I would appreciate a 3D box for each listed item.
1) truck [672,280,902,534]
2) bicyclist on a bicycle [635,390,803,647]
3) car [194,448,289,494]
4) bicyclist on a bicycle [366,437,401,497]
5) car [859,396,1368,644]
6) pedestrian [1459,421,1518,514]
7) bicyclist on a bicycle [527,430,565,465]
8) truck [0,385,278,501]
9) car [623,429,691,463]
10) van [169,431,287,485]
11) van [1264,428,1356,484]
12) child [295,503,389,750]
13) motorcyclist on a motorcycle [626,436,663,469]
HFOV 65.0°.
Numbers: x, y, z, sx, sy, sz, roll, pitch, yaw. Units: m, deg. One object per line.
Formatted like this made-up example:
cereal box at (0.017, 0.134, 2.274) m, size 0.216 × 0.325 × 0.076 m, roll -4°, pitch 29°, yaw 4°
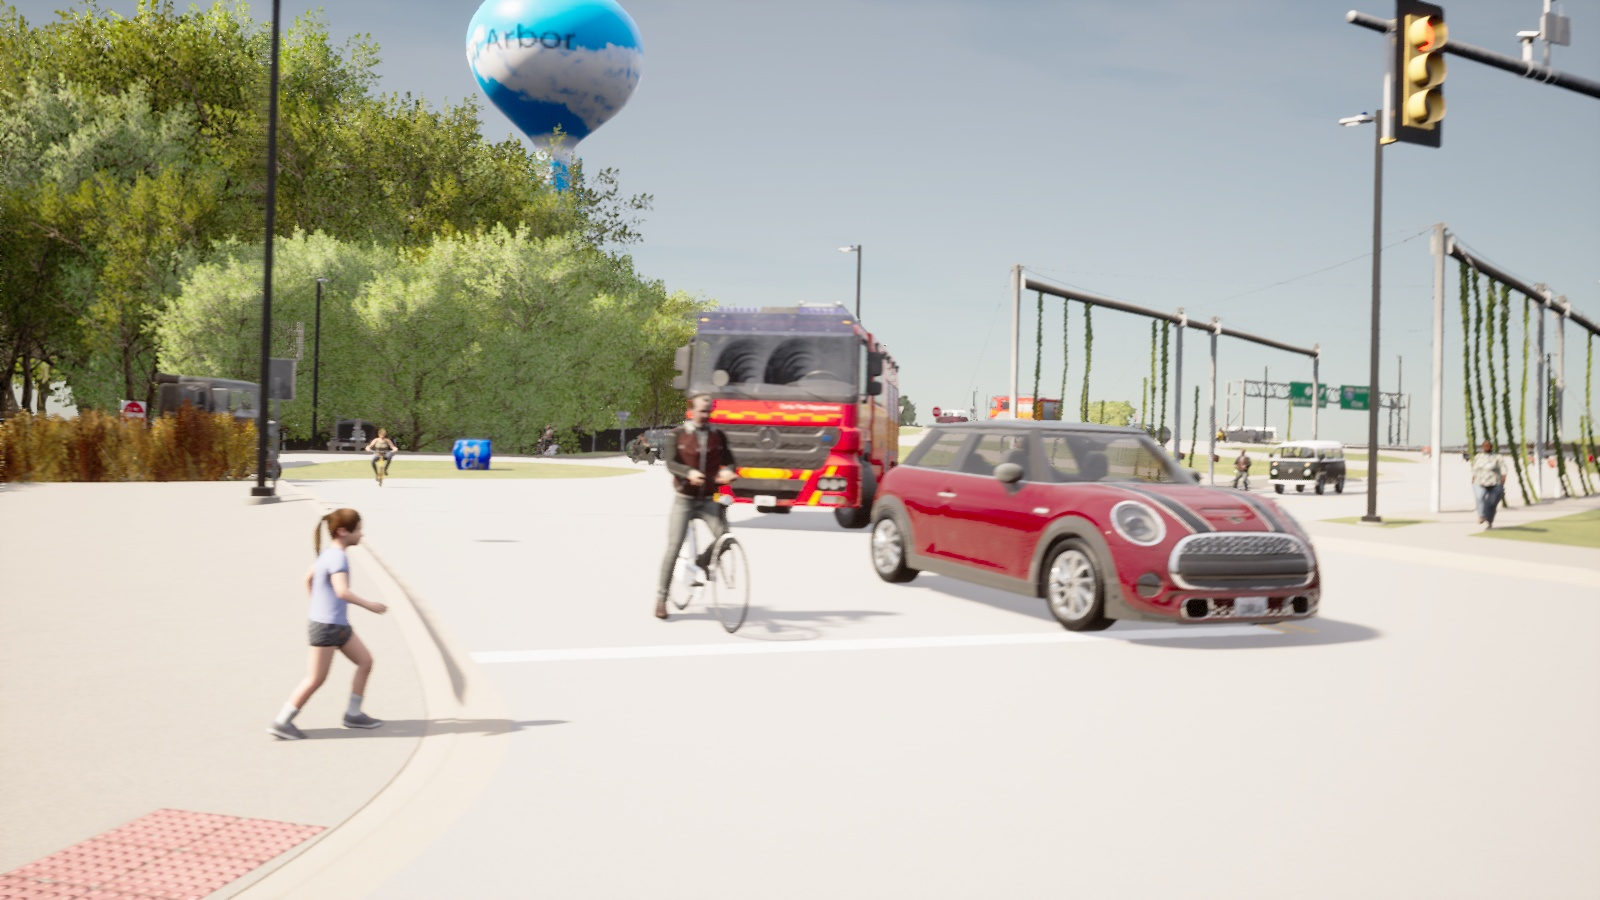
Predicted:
truck at (0.128, -0.611, 23.314) m, size 2.891 × 3.827 × 8.468 m, roll 1°, pitch -1°, yaw 9°
bicyclist on a bicycle at (-0.672, 0.458, 9.658) m, size 0.659 × 1.776 × 1.843 m, roll 0°, pitch 1°, yaw -24°
car at (-19.806, 0.710, 44.474) m, size 3.705 × 1.549 × 1.789 m, roll 0°, pitch 1°, yaw 44°
bicyclist on a bicycle at (-11.502, 0.466, 34.676) m, size 0.866 × 1.612 × 1.509 m, roll 1°, pitch -1°, yaw -19°
car at (2.528, 0.464, 11.458) m, size 2.097 × 1.767 × 4.553 m, roll 0°, pitch 1°, yaw -25°
pedestrian at (14.124, 0.356, 25.752) m, size 0.874 × 1.855 × 0.900 m, roll 0°, pitch -1°, yaw 41°
bicyclist on a bicycle at (-12.981, -0.136, 64.259) m, size 0.659 × 1.776 × 1.843 m, roll -1°, pitch 0°, yaw 45°
truck at (-21.470, -0.203, 40.757) m, size 7.936 × 3.462 × 2.891 m, roll -1°, pitch 0°, yaw 8°
car at (-8.298, -0.250, 73.203) m, size 2.097 × 1.767 × 4.553 m, roll 0°, pitch 3°, yaw 20°
van at (-24.013, 0.282, 52.908) m, size 1.775 × 1.987 × 4.442 m, roll 0°, pitch 3°, yaw 23°
van at (19.747, 0.205, 48.535) m, size 2.069 × 2.038 × 4.480 m, roll -1°, pitch 1°, yaw 39°
child at (-2.138, 0.808, 5.880) m, size 0.394 × 1.110 × 0.255 m, roll 0°, pitch -1°, yaw -18°
motorcyclist on a motorcycle at (-7.424, 0.099, 59.957) m, size 0.797 × 1.523 × 2.044 m, roll -1°, pitch 1°, yaw -38°
